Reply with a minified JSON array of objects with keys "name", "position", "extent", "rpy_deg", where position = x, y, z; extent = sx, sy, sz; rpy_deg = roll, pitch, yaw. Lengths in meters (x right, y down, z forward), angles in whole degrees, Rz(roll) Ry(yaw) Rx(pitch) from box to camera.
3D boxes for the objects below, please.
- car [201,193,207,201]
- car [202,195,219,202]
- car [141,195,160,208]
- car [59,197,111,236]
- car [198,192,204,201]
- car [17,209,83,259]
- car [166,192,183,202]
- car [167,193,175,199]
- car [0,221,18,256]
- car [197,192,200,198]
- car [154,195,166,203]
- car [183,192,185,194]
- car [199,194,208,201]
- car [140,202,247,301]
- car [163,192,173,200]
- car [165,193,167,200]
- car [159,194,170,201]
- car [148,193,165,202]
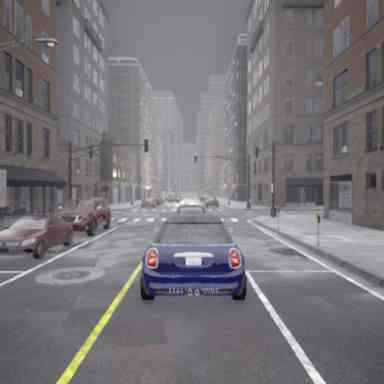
[{"name":"car","position":[2.701,1.303,50.571],"extent":[1.752,1.417,4.829],"rpy_deg":[-1,0,0]},{"name":"car","position":[2.719,1.381,44.838],"extent":[1.802,1.307,4.206],"rpy_deg":[-1,0,0]},{"name":"car","position":[-5.806,1.381,44.785],"extent":[1.802,1.307,4.206],"rpy_deg":[-1,0,0]},{"name":"car","position":[-5.729,1.228,17.784],"extent":[2.192,1.841,5.009],"rpy_deg":[-1,0,0]},{"name":"car","position":[2.653,1.267,67.090],"extent":[1.887,1.381,4.507],"rpy_deg":[-1,0,0]},{"name":"car","position":[-5.710,1.521,12.203],"extent":[1.802,1.307,4.206],"rpy_deg":[-1,0,0]},{"name":"car","position":[-3.233,1.101,58.883],"extent":[2.097,1.767,4.553],"rpy_deg":[0,0,0]},{"name":"car","position":[-5.955,1.083,94.869],"extent":[1.967,1.590,4.097],"rpy_deg":[-1,0,0]},{"name":"car","position":[-5.694,1.516,6.620],"extent":[2.008,1.369,4.403],"rpy_deg":[-1,0,0]},{"name":"car","position":[2.635,1.145,72.653],"extent":[1.967,1.590,4.097],"rpy_deg":[-1,0,0]},{"name":"car","position":[-5.855,1.266,61.309],"extent":[1.752,1.417,4.829],"rpy_deg":[-1,0,0]},{"name":"car","position":[-3.215,1.225,73.989],"extent":[2.128,1.511,4.902],"rpy_deg":[0,0,0]},{"name":"car","position":[2.620,1.234,78.218],"extent":[1.887,1.381,4.507],"rpy_deg":[-1,0,0]},{"name":"car","position":[0.038,1.310,8.374],"extent":[2.097,1.767,4.553],"rpy_deg":[0,0,0]},{"name":"car","position":[-5.924,0.989,83.738],"extent":[2.192,1.841,5.009],"rpy_deg":[-1,0,0]},{"name":"car","position":[-5.840,1.303,55.914],"extent":[1.887,1.381,4.507],"rpy_deg":[-1,0,0]},{"name":"car","position":[-5.889,1.256,72.608],"extent":[2.008,1.369,4.403],"rpy_deg":[-1,0,0]},{"name":"car","position":[-5.826,1.093,50.349],"extent":[2.192,1.841,5.009],"rpy_deg":[-1,0,0]}]
